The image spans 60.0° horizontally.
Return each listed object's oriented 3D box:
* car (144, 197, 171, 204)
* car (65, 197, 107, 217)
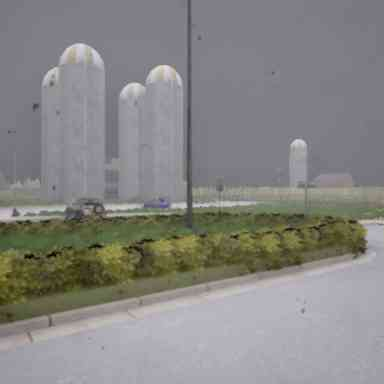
[{"bbox_3d":[-4.641,1.472,44.556,2.242,1.667,4.611,0,0,-36],"label":"car"},{"bbox_3d":[-8.226,1.306,25.601,1.932,1.855,4.605,0,0,-36],"label":"car"}]
